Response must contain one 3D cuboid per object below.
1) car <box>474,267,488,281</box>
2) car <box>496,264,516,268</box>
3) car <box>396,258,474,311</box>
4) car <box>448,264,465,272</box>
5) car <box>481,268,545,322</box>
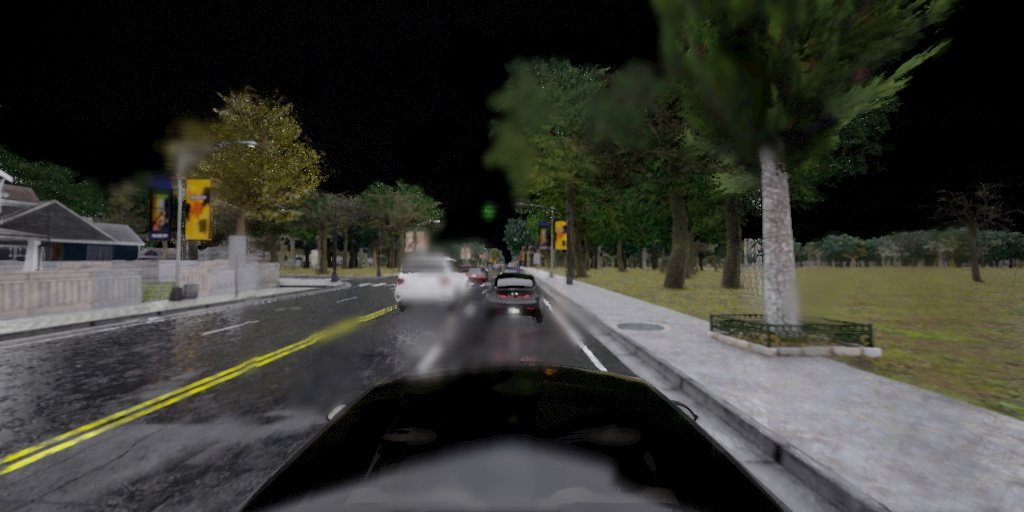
[{"bbox_3d":[-3.174,1.649,32.188,1.994,1.385,4.181,0,-1,0],"label":"car"},{"bbox_3d":[0.079,1.561,26.850,2.033,1.411,5.357,0,-1,0],"label":"car"},{"bbox_3d":[-3.162,1.100,15.310,2.150,2.045,5.566,0,-1,0],"label":"car"},{"bbox_3d":[-9.830,2.123,63.689,2.033,1.411,5.357,0,-1,1],"label":"car"},{"bbox_3d":[0.092,1.359,12.765,1.837,1.490,4.892,0,0,0],"label":"car"}]
